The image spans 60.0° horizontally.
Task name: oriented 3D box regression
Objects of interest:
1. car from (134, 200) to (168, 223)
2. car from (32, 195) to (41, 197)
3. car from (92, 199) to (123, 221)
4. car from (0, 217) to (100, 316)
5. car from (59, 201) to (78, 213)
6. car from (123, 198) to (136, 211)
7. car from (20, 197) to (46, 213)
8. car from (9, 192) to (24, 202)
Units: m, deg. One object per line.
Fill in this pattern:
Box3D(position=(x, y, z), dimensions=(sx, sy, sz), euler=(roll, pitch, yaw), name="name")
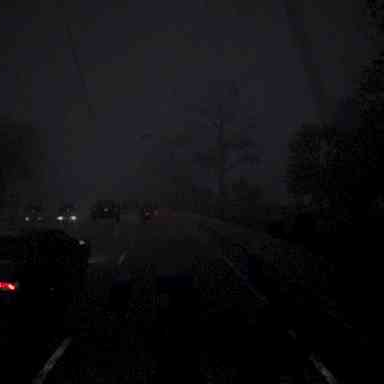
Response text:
Box3D(position=(-3.122, 1.569, 26.146), dimensions=(2.033, 1.411, 5.357), euler=(0, 0, -13), name="car")
Box3D(position=(-33.735, 1.466, 72.471), dimensions=(1.837, 1.490, 4.892), euler=(0, 0, -38), name="car")
Box3D(position=(-6.983, 1.377, 27.165), dimensions=(2.097, 1.767, 4.553), euler=(0, 0, -13), name="car")
Box3D(position=(-3.798, 1.559, 7.743), dimensions=(2.033, 1.411, 5.357), euler=(0, 0, -4), name="car")
Box3D(position=(-13.792, 1.635, 37.171), dimensions=(1.895, 1.301, 4.718), euler=(0, 0, -20), name="car")
Box3D(position=(-8.015, 1.528, 42.134), dimensions=(2.128, 1.511, 4.902), euler=(0, 0, -20), name="car")
Box3D(position=(-17.592, 1.581, 37.476), dimensions=(2.033, 1.411, 5.357), euler=(0, 0, -20), name="car")
Box3D(position=(-38.046, 1.102, 72.160), dimensions=(2.150, 2.045, 5.566), euler=(0, 0, -41), name="car")
